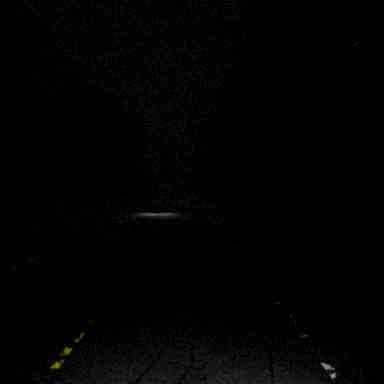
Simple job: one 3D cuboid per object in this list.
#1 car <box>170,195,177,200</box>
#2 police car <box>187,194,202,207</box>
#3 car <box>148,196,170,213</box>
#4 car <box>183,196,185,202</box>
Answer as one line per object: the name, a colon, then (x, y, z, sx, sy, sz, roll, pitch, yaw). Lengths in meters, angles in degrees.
car: (-4.592, 1.491, 78.749, 1.837, 1.490, 4.892, 0, -1, -2)
police car: (0.539, 1.555, 53.336, 1.930, 1.638, 5.238, 0, 0, -1)
car: (-3.864, 1.528, 37.970, 1.882, 1.535, 5.008, 0, 0, -1)
car: (-1.308, 1.877, 86.655, 2.128, 1.511, 4.902, 0, -1, -2)
